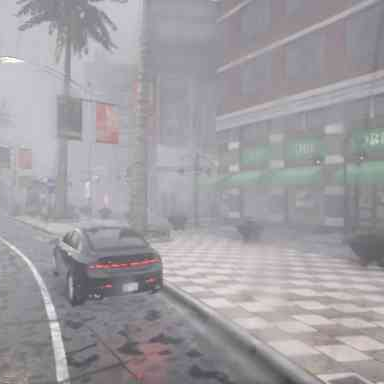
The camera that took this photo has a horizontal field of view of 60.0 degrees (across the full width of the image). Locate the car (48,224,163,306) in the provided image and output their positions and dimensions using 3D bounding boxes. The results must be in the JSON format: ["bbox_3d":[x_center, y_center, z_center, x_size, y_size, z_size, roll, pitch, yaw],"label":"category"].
[{"bbox_3d":[-2.344,1.565,8.395,1.837,1.490,4.892,0,0,-29],"label":"car"}]
